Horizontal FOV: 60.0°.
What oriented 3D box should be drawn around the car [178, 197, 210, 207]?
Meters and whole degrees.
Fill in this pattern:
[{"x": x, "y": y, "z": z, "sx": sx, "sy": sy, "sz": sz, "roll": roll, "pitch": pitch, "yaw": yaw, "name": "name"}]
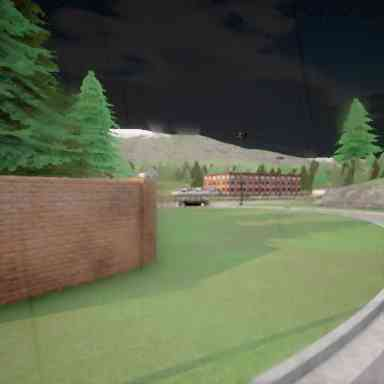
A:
[{"x": 0.350, "y": 1.592, "z": 51.948, "sx": 5.008, "sy": 1.535, "sz": 1.882, "roll": 0, "pitch": 0, "yaw": 12, "name": "car"}]
